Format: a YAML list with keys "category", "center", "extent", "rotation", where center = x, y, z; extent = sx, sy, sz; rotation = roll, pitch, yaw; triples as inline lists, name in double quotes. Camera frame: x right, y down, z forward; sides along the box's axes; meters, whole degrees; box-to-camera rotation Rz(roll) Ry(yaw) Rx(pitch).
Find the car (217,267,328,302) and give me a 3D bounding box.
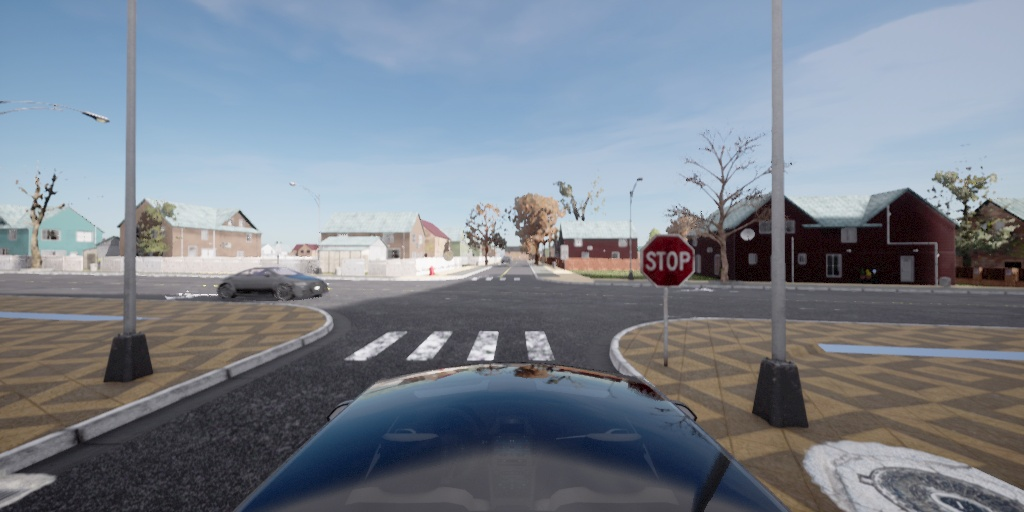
- category: "car"
  center: [-10.270, 1.156, 15.521]
  extent: [4.181, 1.385, 1.994]
  rotation: [1, 0, 8]
